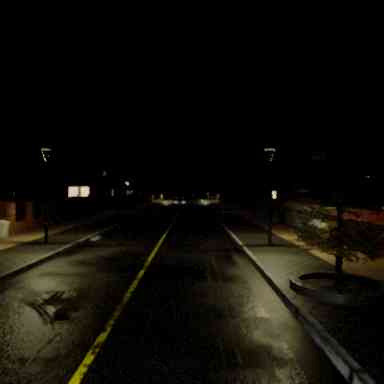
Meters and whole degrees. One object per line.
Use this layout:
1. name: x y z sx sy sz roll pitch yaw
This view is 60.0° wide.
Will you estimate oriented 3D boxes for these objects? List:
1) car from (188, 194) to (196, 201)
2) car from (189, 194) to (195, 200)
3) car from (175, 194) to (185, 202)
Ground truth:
1. car: -0.029 1.434 82.282 1.882 1.535 5.008 0 0 0
2. car: -0.032 1.371 92.702 1.812 1.442 4.674 0 0 0
3. car: -2.776 1.295 75.676 2.097 1.767 4.553 0 0 0
